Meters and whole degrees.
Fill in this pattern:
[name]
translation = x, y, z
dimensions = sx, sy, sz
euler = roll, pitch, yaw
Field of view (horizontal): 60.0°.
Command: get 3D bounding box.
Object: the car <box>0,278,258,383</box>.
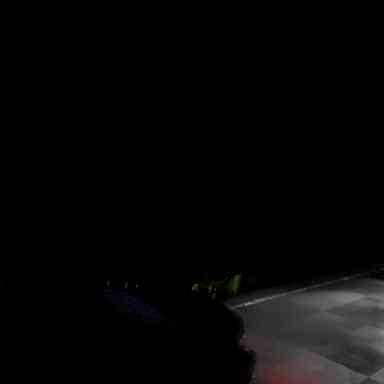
[car]
translation = -1.876, 1.547, 2.648
dimensions = 5.357, 1.411, 2.033
euler = 1, 0, -35
